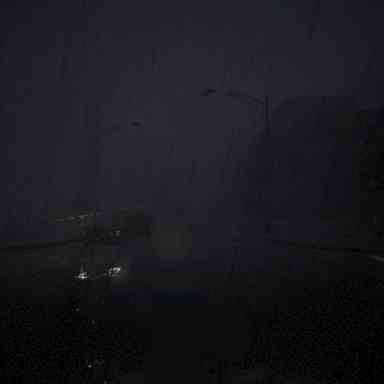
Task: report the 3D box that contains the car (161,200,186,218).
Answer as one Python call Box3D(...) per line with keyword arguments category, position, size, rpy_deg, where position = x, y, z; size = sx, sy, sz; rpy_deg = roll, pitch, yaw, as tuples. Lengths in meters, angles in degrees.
Box3D(category="car", position=(-1.980, 1.856, 33.923), size=(1.812, 1.442, 4.674), rpy_deg=(0, 0, 2))

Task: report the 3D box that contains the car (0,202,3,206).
Box3D(category="car", position=(-16.278, 1.734, 24.477), size=(3.633, 1.501, 1.845), rpy_deg=(0, -1, 2))

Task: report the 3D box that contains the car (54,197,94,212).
Box3D(category="car", position=(-15.361, 1.624, 43.040), size=(4.605, 1.855, 1.932), rpy_deg=(0, -1, 2))

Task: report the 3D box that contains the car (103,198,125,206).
Box3D(category="car", position=(-15.164, 1.964, 65.167), size=(3.806, 1.475, 1.970), rpy_deg=(0, -1, 2))

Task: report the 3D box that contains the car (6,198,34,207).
Box3D(category="car", position=(-32.348, 1.929, 62.609), size=(4.605, 1.855, 1.932), rpy_deg=(0, -1, 2))

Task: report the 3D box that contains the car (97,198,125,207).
Box3D(category="car", position=(-15.112, 1.825, 58.742), size=(5.027, 1.636, 2.152), rpy_deg=(0, -1, 2))

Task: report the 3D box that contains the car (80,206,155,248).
Box3D(category="car", position=(-3.321, 1.656, 16.024), size=(1.882, 1.535, 5.008), rpy_deg=(0, 0, 13))

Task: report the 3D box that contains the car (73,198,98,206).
Box3D(category="car", position=(-22.052, 2.116, 69.122), size=(4.514, 1.523, 2.007), rpy_deg=(0, -1, 2))

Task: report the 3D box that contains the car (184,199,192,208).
Box3D(category="car", position=(-0.966, 2.051, 57.921), size=(1.837, 1.490, 4.892), rpy_deg=(0, 0, 2))
